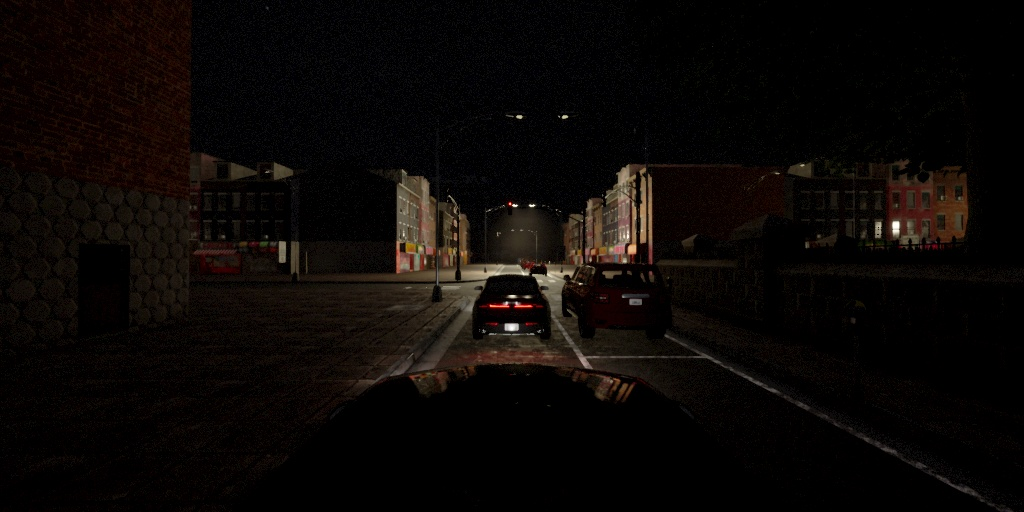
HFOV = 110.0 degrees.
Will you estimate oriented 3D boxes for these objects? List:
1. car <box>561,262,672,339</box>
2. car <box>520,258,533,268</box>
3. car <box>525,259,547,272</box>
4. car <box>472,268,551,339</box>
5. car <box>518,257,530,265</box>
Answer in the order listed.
[{"bbox_3d":[2.626,1.068,10.043,2.192,1.841,5.009,0,0,0],"label":"car"},{"bbox_3d":[2.565,1.370,52.784,1.888,1.381,4.507,0,0,0],"label":"car"},{"bbox_3d":[2.589,1.332,36.472,1.888,1.381,4.507,0,0,0],"label":"car"},{"bbox_3d":[-0.011,1.258,10.001,1.837,1.490,4.892,0,0,0],"label":"car"},{"bbox_3d":[2.557,1.155,58.221,2.192,1.841,5.009,0,0,0],"label":"car"}]
